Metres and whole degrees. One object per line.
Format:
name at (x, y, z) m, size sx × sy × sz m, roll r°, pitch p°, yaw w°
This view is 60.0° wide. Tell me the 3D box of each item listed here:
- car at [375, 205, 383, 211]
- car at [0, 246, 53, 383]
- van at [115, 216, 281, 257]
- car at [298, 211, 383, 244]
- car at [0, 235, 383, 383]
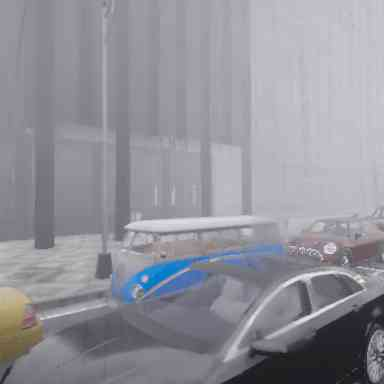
car at (8.904, 1.460, 14.227) m, size 5.009 × 1.841 × 2.192 m, roll 0°, pitch -1°, yaw -40°
car at (-4.199, 1.602, 3.397) m, size 4.829 × 1.417 × 1.752 m, roll 0°, pitch -1°, yaw -40°
van at (0.256, 1.441, 7.081) m, size 3.998 × 1.788 × 1.690 m, roll 0°, pitch -1°, yaw -40°
car at (4.581, 1.562, 10.652) m, size 4.097 × 1.590 × 1.967 m, roll 0°, pitch -1°, yaw -40°
car at (0.552, 1.545, 3.740) m, size 4.902 × 1.511 × 2.128 m, roll 0°, pitch -1°, yaw -40°
